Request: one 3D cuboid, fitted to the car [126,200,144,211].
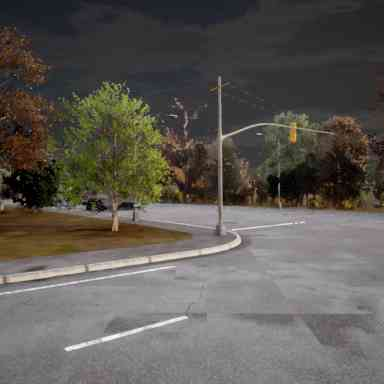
[{"bbox_3d":[-7.365,1.453,39.153,1.895,1.301,4.718,-1,0,-39],"label":"car"}]

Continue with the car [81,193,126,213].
[{"bbox_3d":[-9.867,1.116,36.672,2.150,2.045,5.566,-1,0,-39],"label":"car"}]

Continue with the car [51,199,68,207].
[{"bbox_3d":[-21.297,1.602,51.010,2.033,1.411,5.357,-1,0,-39],"label":"car"}]

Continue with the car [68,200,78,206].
[{"bbox_3d":[-18.574,1.458,53.206,1.882,1.535,5.008,-1,0,-39],"label":"car"}]
